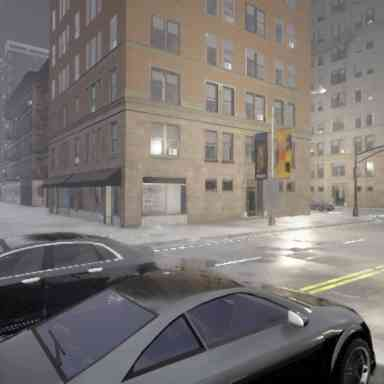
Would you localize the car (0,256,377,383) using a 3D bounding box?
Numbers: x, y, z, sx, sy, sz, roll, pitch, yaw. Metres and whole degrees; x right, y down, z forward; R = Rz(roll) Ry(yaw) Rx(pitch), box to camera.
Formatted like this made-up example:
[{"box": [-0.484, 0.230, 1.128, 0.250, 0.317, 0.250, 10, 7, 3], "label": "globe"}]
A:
[{"box": [0.156, 1.564, 3.570, 4.181, 1.385, 1.994, 0, 0, -36], "label": "car"}]

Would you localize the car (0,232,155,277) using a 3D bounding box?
[{"box": [-2.850, 1.505, 5.629, 4.892, 1.490, 1.837, 0, 0, -37], "label": "car"}]

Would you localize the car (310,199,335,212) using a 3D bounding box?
[{"box": [14.079, 1.553, 38.140, 1.994, 1.385, 4.181, 0, 0, -36], "label": "car"}]
